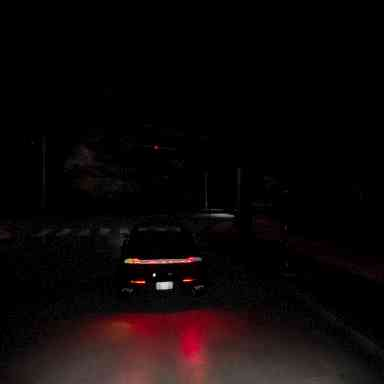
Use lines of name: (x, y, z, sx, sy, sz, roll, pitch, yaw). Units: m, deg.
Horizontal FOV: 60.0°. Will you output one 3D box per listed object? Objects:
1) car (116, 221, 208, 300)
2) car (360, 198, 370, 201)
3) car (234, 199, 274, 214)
car: (-0.841, 1.492, 8.461, 2.128, 1.511, 4.902, 0, 0, -8)
car: (17.717, 1.348, 33.378, 4.892, 1.490, 1.837, 0, 0, -12)
car: (6.258, 1.368, 30.838, 4.674, 1.442, 1.812, 0, 0, -12)
